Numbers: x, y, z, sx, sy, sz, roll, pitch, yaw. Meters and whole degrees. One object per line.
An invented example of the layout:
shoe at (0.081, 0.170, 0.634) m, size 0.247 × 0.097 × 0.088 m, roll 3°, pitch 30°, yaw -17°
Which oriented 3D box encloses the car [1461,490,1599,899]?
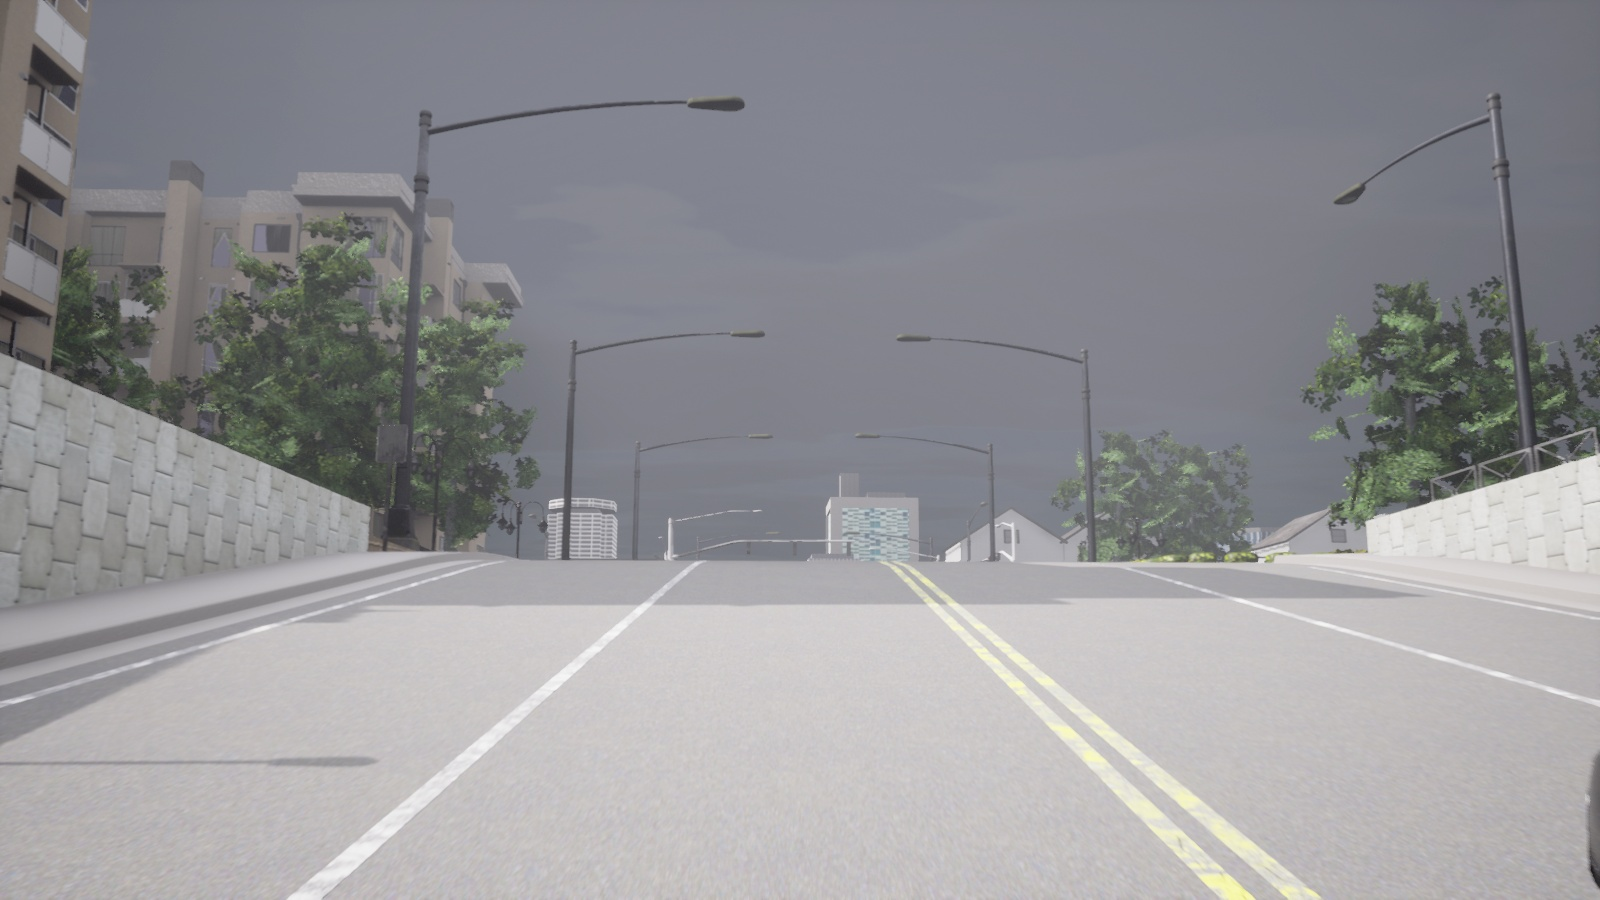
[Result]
car at (3.494, 0.864, 2.419) m, size 1.837 × 1.490 × 4.892 m, roll 0°, pitch -1°, yaw 0°
